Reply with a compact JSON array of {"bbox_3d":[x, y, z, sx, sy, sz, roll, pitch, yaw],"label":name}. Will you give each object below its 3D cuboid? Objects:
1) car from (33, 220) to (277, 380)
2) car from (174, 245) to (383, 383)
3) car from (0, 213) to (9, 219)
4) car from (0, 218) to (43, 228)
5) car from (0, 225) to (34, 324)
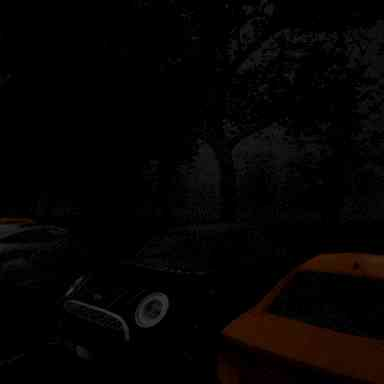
[{"bbox_3d":[0.039,1.392,5.862,2.185,1.767,4.553,0,0,37],"label":"car"},{"bbox_3d":[2.219,1.514,4.151,2.097,1.535,5.008,0,0,37],"label":"car"},{"bbox_3d":[-6.601,1.521,10.656,1.946,1.575,5.366,0,0,37],"label":"car"},{"bbox_3d":[-4.288,1.563,9.120,2.002,1.452,4.674,0,0,37],"label":"car"},{"bbox_3d":[-2.102,1.549,7.418,2.163,1.488,4.792,0,0,37],"label":"car"}]
